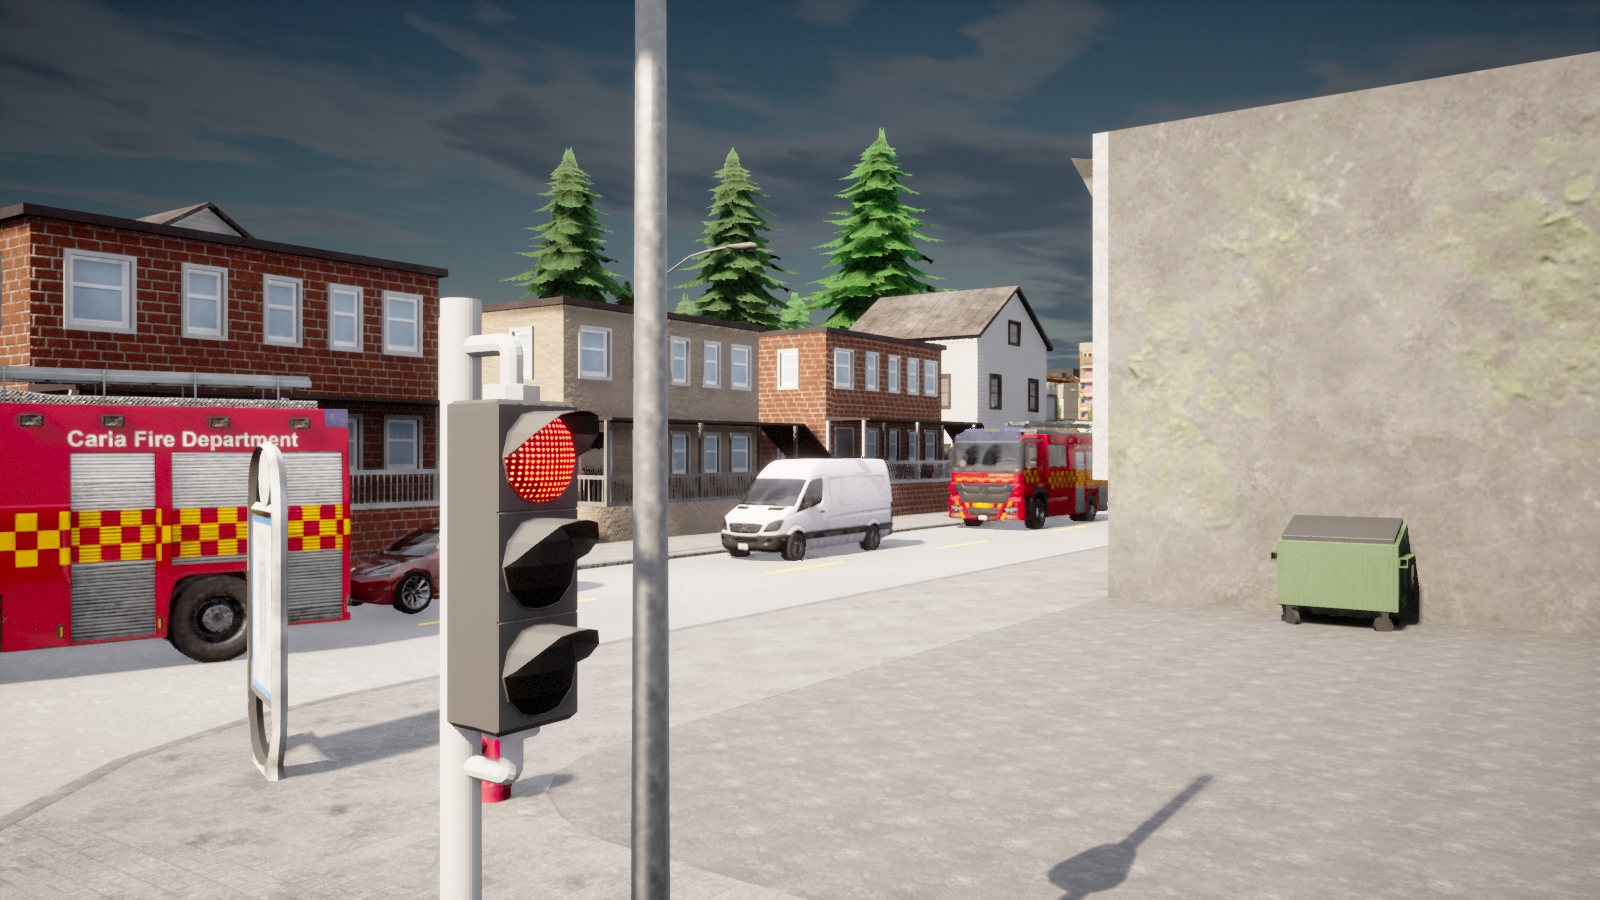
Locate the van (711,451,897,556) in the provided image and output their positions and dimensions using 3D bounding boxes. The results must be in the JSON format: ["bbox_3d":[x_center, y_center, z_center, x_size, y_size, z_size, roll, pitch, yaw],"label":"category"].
[{"bbox_3d":[0.254,1.307,30.840,1.988,2.561,5.915,0,0,35],"label":"van"}]

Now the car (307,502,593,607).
[{"bbox_3d":[-6.381,1.835,21.379,2.163,1.488,4.792,0,0,35],"label":"car"}]

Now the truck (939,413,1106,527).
[{"bbox_3d":[8.471,0.663,42.557,2.891,3.827,8.468,0,0,35],"label":"truck"}]

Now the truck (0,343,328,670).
[{"bbox_3d":[-10.690,0.661,14.160,8.468,3.827,2.891,0,0,-39],"label":"truck"}]
